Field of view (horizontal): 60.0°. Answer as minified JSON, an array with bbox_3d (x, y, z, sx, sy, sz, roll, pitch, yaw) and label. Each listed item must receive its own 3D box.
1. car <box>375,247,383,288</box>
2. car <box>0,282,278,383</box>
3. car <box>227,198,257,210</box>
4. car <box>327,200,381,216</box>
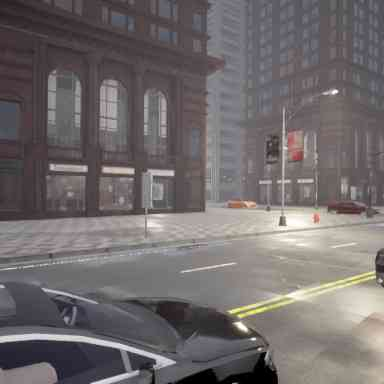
[{"bbox_3d":[6.198,1.516,7.843,4.892,1.490,1.837,0,0,-35],"label":"car"},{"bbox_3d":[-1.421,1.492,2.426,4.902,1.511,2.128,0,0,-35],"label":"car"},{"bbox_3d":[6.951,1.582,46.344,2.097,1.767,4.553,1,-1,-35],"label":"car"},{"bbox_3d":[16.217,1.636,33.510,1.882,1.535,5.008,1,-1,-37],"label":"car"}]
